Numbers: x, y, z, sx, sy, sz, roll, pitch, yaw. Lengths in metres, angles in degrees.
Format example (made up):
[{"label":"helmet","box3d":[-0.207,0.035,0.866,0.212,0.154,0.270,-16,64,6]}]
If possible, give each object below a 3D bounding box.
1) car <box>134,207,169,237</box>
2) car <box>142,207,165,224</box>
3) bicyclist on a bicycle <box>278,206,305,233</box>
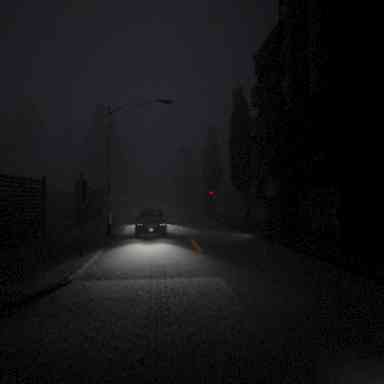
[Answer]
[{"label":"car","box3d":[-2.505,1.865,20.798,2.128,1.511,4.902,0,-1,-6]},{"label":"car","box3d":[-3.531,2.114,30.762,1.994,1.385,4.181,0,-1,-6]},{"label":"bicyclist on a bicycle","box3d":[6.008,1.675,20.098,1.656,1.620,0.582,0,-1,-6]}]
